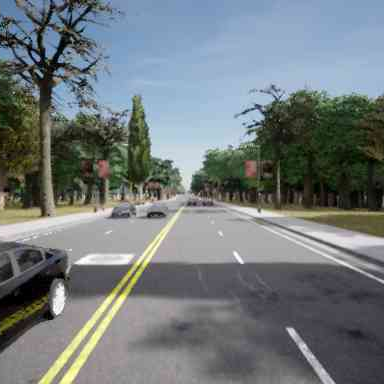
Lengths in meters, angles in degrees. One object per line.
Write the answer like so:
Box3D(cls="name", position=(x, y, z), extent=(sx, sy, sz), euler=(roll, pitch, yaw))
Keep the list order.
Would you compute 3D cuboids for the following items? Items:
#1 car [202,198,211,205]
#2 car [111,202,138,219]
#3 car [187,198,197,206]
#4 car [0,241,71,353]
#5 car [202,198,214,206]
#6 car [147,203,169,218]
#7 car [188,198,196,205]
Box3D(cls="car", position=(3.250, 2.130, 75.955), extent=(1.812, 1.442, 4.674), euler=(0, -1, 0))
Box3D(cls="car", position=(-6.508, 1.740, 32.287), extent=(1.812, 1.442, 4.674), euler=(0, -1, 0))
Box3D(cls="car", position=(0.001, 2.070, 65.530), extent=(1.837, 1.490, 4.892), euler=(0, -1, 0))
Box3D(cls="car", position=(-3.344, 1.498, 4.605), extent=(1.882, 1.535, 5.008), euler=(0, 0, 0))
Box3D(cls="car", position=(3.251, 2.098, 65.941), extent=(1.812, 1.442, 4.674), euler=(0, -1, 0))
Box3D(cls="car", position=(-3.252, 1.764, 32.744), extent=(2.033, 1.411, 5.357), euler=(0, -1, 0))
Box3D(cls="car", position=(0.000, 2.106, 75.955), extent=(1.837, 1.490, 4.892), euler=(0, -1, 0))
